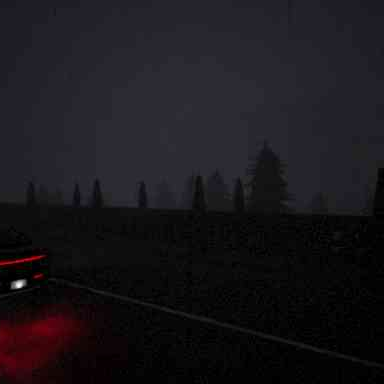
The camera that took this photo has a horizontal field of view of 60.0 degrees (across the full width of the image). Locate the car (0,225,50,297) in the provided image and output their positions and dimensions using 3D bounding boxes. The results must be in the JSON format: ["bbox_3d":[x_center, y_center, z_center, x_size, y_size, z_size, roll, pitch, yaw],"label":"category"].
[{"bbox_3d":[-5.273,1.511,7.751,4.892,1.490,1.837,0,0,35],"label":"car"}]
